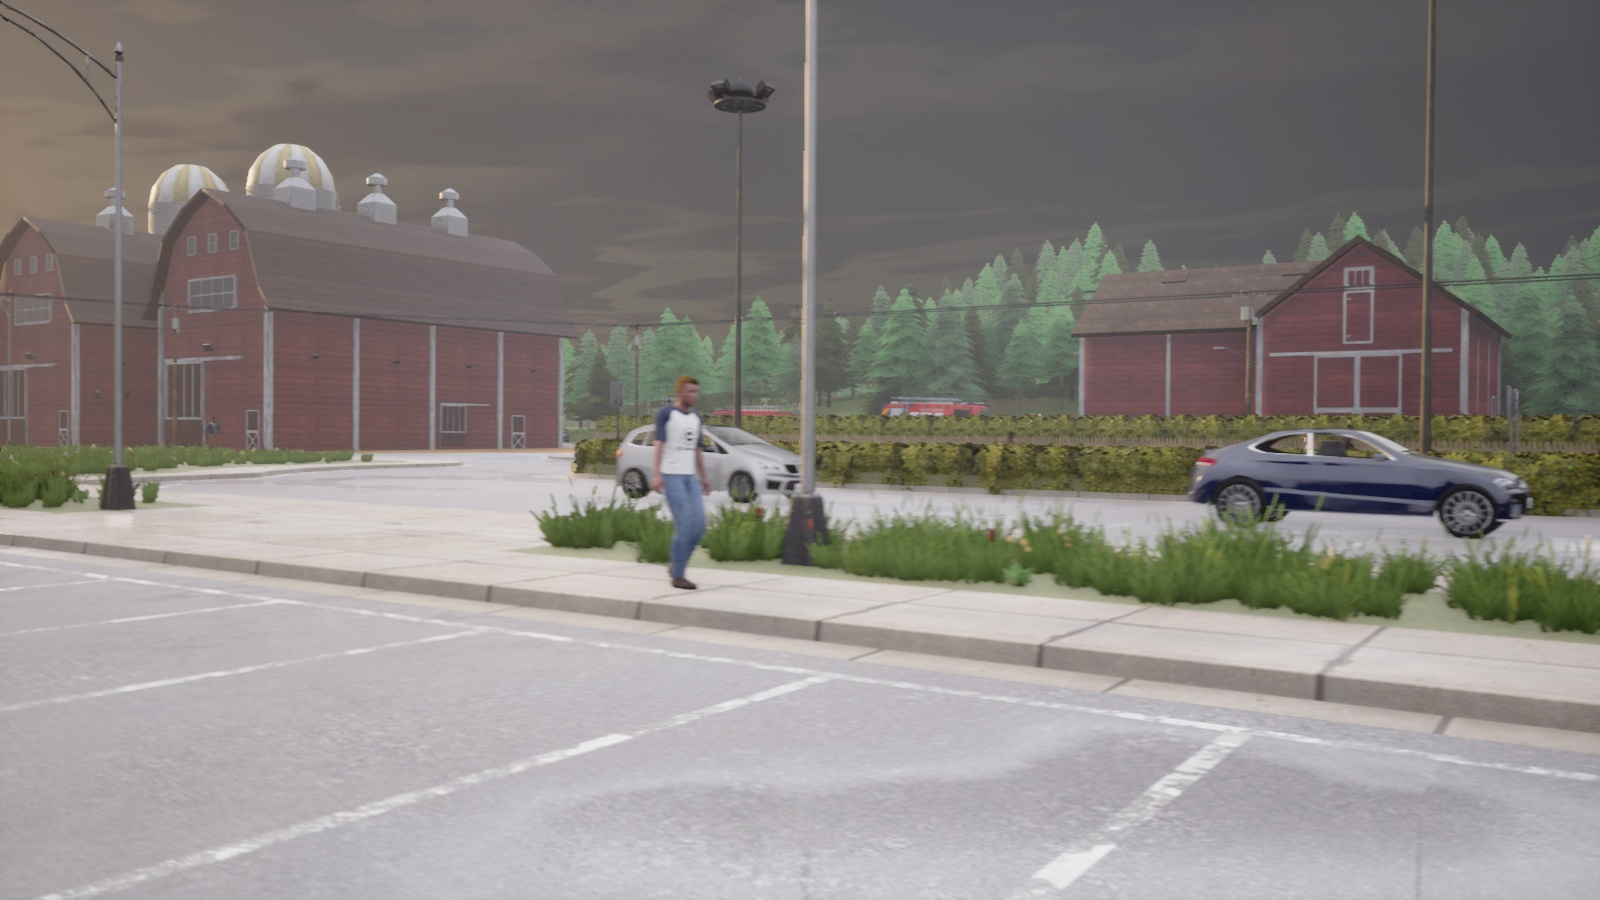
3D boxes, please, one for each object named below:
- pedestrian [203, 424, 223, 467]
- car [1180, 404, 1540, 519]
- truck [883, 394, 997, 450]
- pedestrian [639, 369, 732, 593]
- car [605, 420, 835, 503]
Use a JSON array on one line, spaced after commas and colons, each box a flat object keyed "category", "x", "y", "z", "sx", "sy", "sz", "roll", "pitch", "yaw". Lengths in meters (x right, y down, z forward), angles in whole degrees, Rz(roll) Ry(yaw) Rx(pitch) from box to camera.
[{"category": "pedestrian", "x": -27.156, "y": -0.203, "z": 58.128, "sx": 0.788, "sy": 1.949, "sz": 0.423, "roll": 0, "pitch": 1, "yaw": 28}, {"category": "car", "x": 8.981, "y": 0.152, "z": 20.299, "sx": 5.027, "sy": 1.651, "sz": 2.152, "roll": 0, "pitch": 1, "yaw": 34}, {"category": "truck", "x": 10.015, "y": -1.962, "z": 89.232, "sx": 8.468, "sy": 3.827, "sz": 2.891, "roll": -1, "pitch": 1, "yaw": -38}, {"category": "pedestrian", "x": -0.969, "y": 0.251, "z": 10.607, "sx": 0.706, "sy": 1.836, "sz": 0.354, "roll": 0, "pitch": 1, "yaw": 38}, {"category": "car", "x": -1.795, "y": 0.216, "z": 27.551, "sx": 4.611, "sy": 1.667, "sz": 2.242, "roll": 0, "pitch": 1, "yaw": 34}]
